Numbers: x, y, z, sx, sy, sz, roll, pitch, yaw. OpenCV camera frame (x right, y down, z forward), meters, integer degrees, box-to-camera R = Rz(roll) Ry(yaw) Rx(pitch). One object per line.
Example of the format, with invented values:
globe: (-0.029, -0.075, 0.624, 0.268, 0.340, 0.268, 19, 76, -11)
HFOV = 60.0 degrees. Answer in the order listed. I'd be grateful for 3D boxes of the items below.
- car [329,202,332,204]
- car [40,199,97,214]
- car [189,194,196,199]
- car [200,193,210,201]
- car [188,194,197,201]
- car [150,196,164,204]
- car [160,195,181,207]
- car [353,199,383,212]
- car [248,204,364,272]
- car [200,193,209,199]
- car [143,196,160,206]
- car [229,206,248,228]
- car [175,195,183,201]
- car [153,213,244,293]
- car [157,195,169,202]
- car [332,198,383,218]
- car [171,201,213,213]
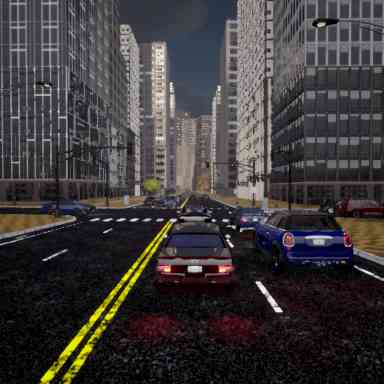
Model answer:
car: (16.482, 1.614, 36.811, 4.892, 1.490, 1.837, 0, 1, -1)
car: (-12.414, 1.462, 33.529, 5.357, 1.411, 2.033, 1, 1, 9)
car: (0.169, 1.278, 92.240, 2.033, 1.411, 5.357, 0, 0, 0)
car: (3.401, 1.392, 81.814, 1.882, 1.535, 5.008, 0, 0, 0)
car: (0.150, 1.414, 81.823, 1.837, 1.490, 4.892, 0, 0, 0)
car: (-6.446, 1.497, 62.373, 2.033, 1.411, 5.357, 0, 0, 0)
car: (-3.229, 1.315, 50.653, 2.097, 1.767, 4.553, 0, 0, -1)
car: (21.881, 1.640, 39.279, 4.829, 1.417, 1.752, 1, 0, 1)
car: (3.369, 1.347, 10.944, 2.097, 1.767, 4.553, 0, 0, 0)
car: (3.419, 1.093, 92.203, 2.097, 1.767, 4.553, 0, 0, 0)
car: (-6.498, 1.466, 52.493, 1.837, 1.490, 4.892, 0, 0, 0)
car: (3.388, 1.536, 20.329, 2.033, 1.411, 5.357, 0, 0, 0)
car: (-3.105, 1.426, 79.627, 1.837, 1.490, 4.892, 0, 0, 0)
car: (0.110, 1.543, 8.974, 2.033, 1.411, 5.357, 0, 0, 1)
car: (-6.367, 1.475, 73.043, 2.033, 1.411, 5.357, 0, 0, 0)
car: (16.258, 1.517, 31.003, 5.009, 1.841, 2.192, 1, 0, 1)
car: (0.135, 1.481, 18.719, 2.128, 1.511, 4.902, 0, 0, 0)
